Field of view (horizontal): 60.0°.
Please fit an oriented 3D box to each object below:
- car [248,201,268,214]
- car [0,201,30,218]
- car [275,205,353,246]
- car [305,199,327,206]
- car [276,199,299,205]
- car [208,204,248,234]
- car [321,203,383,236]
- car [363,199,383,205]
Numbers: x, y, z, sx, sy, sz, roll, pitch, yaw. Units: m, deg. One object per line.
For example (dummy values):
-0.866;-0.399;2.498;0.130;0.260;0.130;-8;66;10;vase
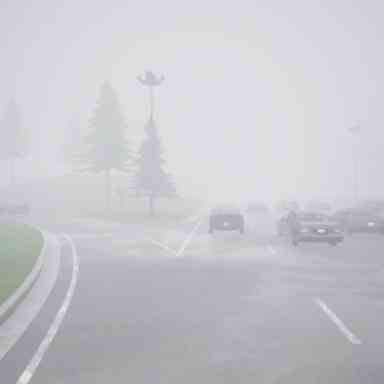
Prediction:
6.751;1.590;35.078;1.895;1.301;4.718;0;0;5;car
-17.909;1.607;32.311;5.008;1.535;1.882;0;-1;30;car
5.131;1.530;15.178;2.033;1.411;5.357;0;0;5;car
13.923;1.475;37.086;1.812;1.442;4.674;0;0;5;car
10.358;1.461;36.259;2.128;1.511;4.902;0;0;5;car
1.971;1.482;19.518;1.882;1.535;5.008;0;0;5;car
8.890;1.527;18.229;1.994;1.385;4.181;0;0;5;car
16.942;1.432;30.916;1.837;1.490;4.892;0;0;5;car
